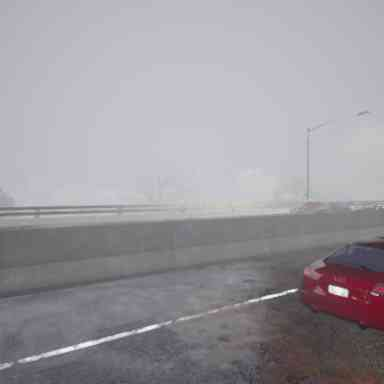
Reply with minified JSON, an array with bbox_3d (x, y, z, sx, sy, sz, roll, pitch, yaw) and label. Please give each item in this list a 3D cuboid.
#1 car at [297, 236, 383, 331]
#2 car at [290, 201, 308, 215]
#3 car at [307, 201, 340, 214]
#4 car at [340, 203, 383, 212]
[{"bbox_3d":[4.027,1.597,6.589,4.181,1.385,1.994,0,0,-35],"label":"car"},{"bbox_3d":[11.915,1.674,33.664,4.674,1.442,1.812,0,0,-34],"label":"car"},{"bbox_3d":[12.783,1.706,30.009,4.181,1.385,1.994,0,0,-34],"label":"car"},{"bbox_3d":[14.663,1.634,27.055,4.902,1.511,2.128,0,0,-35],"label":"car"}]
